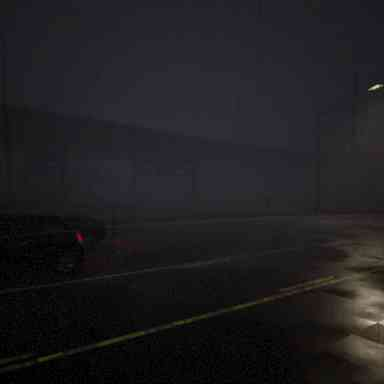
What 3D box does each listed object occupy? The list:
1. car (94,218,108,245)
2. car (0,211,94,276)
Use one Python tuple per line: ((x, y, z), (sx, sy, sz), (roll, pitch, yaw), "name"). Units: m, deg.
((-5.714, 1.504, 12.793), (4.902, 1.511, 2.128), (0, 0, -35), "car")
((-5.278, 1.356, 8.811), (4.553, 1.767, 2.097), (0, 0, -35), "car")
